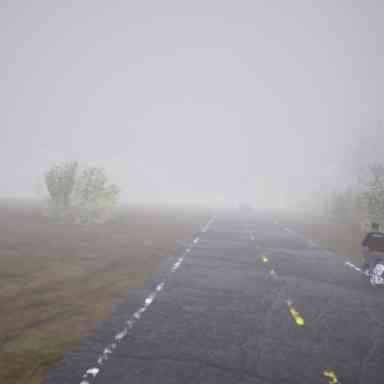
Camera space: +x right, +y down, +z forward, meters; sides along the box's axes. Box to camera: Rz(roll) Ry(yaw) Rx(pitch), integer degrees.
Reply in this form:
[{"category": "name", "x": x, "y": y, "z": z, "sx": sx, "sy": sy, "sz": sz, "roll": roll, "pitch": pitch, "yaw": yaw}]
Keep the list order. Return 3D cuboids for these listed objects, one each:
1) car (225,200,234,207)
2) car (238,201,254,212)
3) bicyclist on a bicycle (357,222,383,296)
[{"category": "car", "x": 9.280, "y": 2.847, "z": 83.129, "sx": 1.837, "sy": 1.490, "sz": 4.892, "roll": 2, "pitch": -1, "yaw": 7}, {"category": "car", "x": 9.298, "y": 2.586, "z": 55.931, "sx": 1.994, "sy": 1.385, "sz": 4.181, "roll": 2, "pitch": -1, "yaw": 7}, {"category": "bicyclist on a bicycle", "x": 4.656, "y": 1.648, "z": 8.661, "sx": 0.659, "sy": 1.776, "sz": 1.843, "roll": 2, "pitch": -1, "yaw": 7}]
